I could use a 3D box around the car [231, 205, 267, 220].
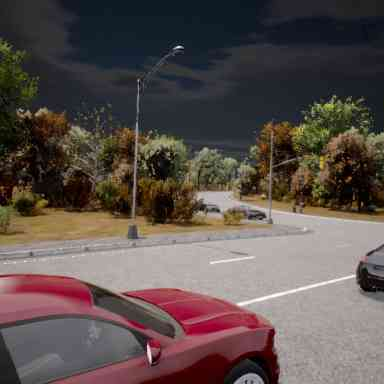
[{"bbox_3d":[5.797,2.179,36.053,2.033,1.411,5.357,3,-1,-26],"label":"car"}]

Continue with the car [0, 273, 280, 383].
[{"bbox_3d":[-1.371,1.479,2.768,5.008,1.535,1.882,0,0,-36],"label":"car"}]

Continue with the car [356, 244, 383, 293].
[{"bbox_3d":[5.777,1.665,7.922,4.181,1.385,1.994,1,-1,-35],"label":"car"}]

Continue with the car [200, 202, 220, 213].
[{"bbox_3d":[2.343,2.070,45.375,1.994,1.385,4.181,3,0,-19],"label":"car"}]
